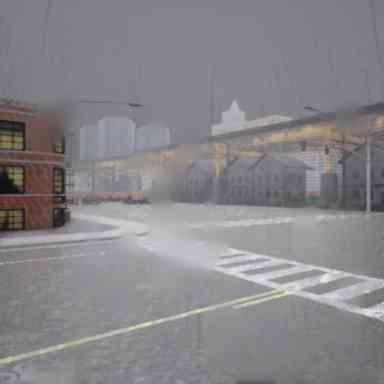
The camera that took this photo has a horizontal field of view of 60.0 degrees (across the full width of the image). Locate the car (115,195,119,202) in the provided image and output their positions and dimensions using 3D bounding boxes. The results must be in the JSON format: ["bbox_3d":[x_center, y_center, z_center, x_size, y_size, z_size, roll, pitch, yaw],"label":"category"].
[{"bbox_3d":[-16.665,1.448,71.331,4.674,1.442,1.812,0,0,37],"label":"car"}]

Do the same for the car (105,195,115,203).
[{"bbox_3d":[-18.939,1.449,68.669,4.902,1.511,2.128,0,0,37],"label":"car"}]

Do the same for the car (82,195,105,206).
[{"bbox_3d":[-16.928,1.530,55.742,2.128,1.511,4.902,0,0,-35],"label":"car"}]

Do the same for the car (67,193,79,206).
[{"bbox_3d":[-20.322,1.254,54.509,2.150,2.045,5.566,0,0,-36],"label":"car"}]

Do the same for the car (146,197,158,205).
[{"bbox_3d":[-8.049,1.627,61.488,1.994,1.385,4.181,0,0,-35],"label":"car"}]

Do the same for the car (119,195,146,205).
[{"bbox_3d":[-10.703,1.406,59.183,2.097,1.767,4.553,0,0,-35],"label":"car"}]
